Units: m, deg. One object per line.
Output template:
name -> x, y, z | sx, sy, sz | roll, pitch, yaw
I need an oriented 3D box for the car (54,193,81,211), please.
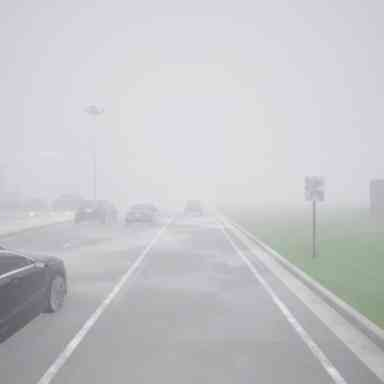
car -> -14.925, 1.165, 40.350 | 2.150, 2.045, 5.566 | 0, 0, 0

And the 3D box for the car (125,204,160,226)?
car -> -3.357, 1.519, 23.213 | 2.033, 1.411, 5.357 | 0, 0, 0

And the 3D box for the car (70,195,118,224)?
car -> -6.854, 1.321, 24.265 | 2.097, 1.767, 4.553 | 0, 0, 0

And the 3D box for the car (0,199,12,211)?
car -> -21.931, 1.545, 39.792 | 1.895, 1.301, 4.718 | 0, 0, 0

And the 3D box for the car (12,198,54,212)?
car -> -18.442, 1.454, 38.836 | 1.837, 1.490, 4.892 | 0, -1, 1

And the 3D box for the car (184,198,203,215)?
car -> 0.164, 1.509, 33.494 | 2.033, 1.411, 5.357 | 0, 0, 0

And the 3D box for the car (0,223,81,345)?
car -> -3.374, 1.484, 4.662 | 2.128, 1.511, 4.902 | 0, 0, 0

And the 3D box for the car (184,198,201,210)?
car -> 0.091, 1.497, 44.345 | 2.033, 1.411, 5.357 | 0, 0, 0
